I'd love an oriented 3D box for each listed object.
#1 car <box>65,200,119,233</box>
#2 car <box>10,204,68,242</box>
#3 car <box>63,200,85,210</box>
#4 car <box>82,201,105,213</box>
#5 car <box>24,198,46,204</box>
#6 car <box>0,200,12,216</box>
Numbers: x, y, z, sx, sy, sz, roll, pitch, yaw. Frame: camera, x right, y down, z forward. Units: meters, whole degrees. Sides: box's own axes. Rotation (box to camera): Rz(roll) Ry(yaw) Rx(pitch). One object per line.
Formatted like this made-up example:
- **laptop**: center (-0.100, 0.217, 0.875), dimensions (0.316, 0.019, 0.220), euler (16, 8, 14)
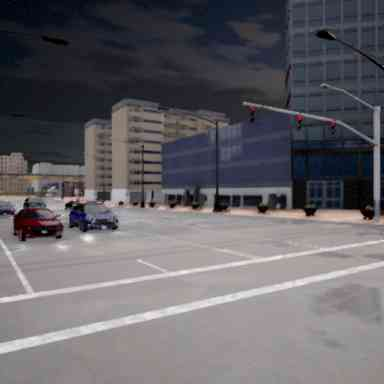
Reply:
- **car**: center (-6.247, 1.487, 20.975), dimensions (2.097, 1.767, 4.553), euler (0, -1, -33)
- **car**: center (-8.181, 1.604, 17.510), dimensions (1.882, 1.535, 5.008), euler (0, -1, -33)
- **car**: center (-19.118, 2.110, 53.784), dimensions (2.128, 1.511, 4.902), euler (0, -1, -33)
- **car**: center (-13.487, 1.989, 45.210), dimensions (1.812, 1.442, 4.674), euler (0, -1, -32)
- **car**: center (-19.791, 1.726, 41.901), dimensions (2.150, 2.045, 5.566), euler (0, -1, -33)
- **car**: center (-21.361, 1.830, 37.859), dimensions (2.097, 1.767, 4.553), euler (0, -1, -33)
